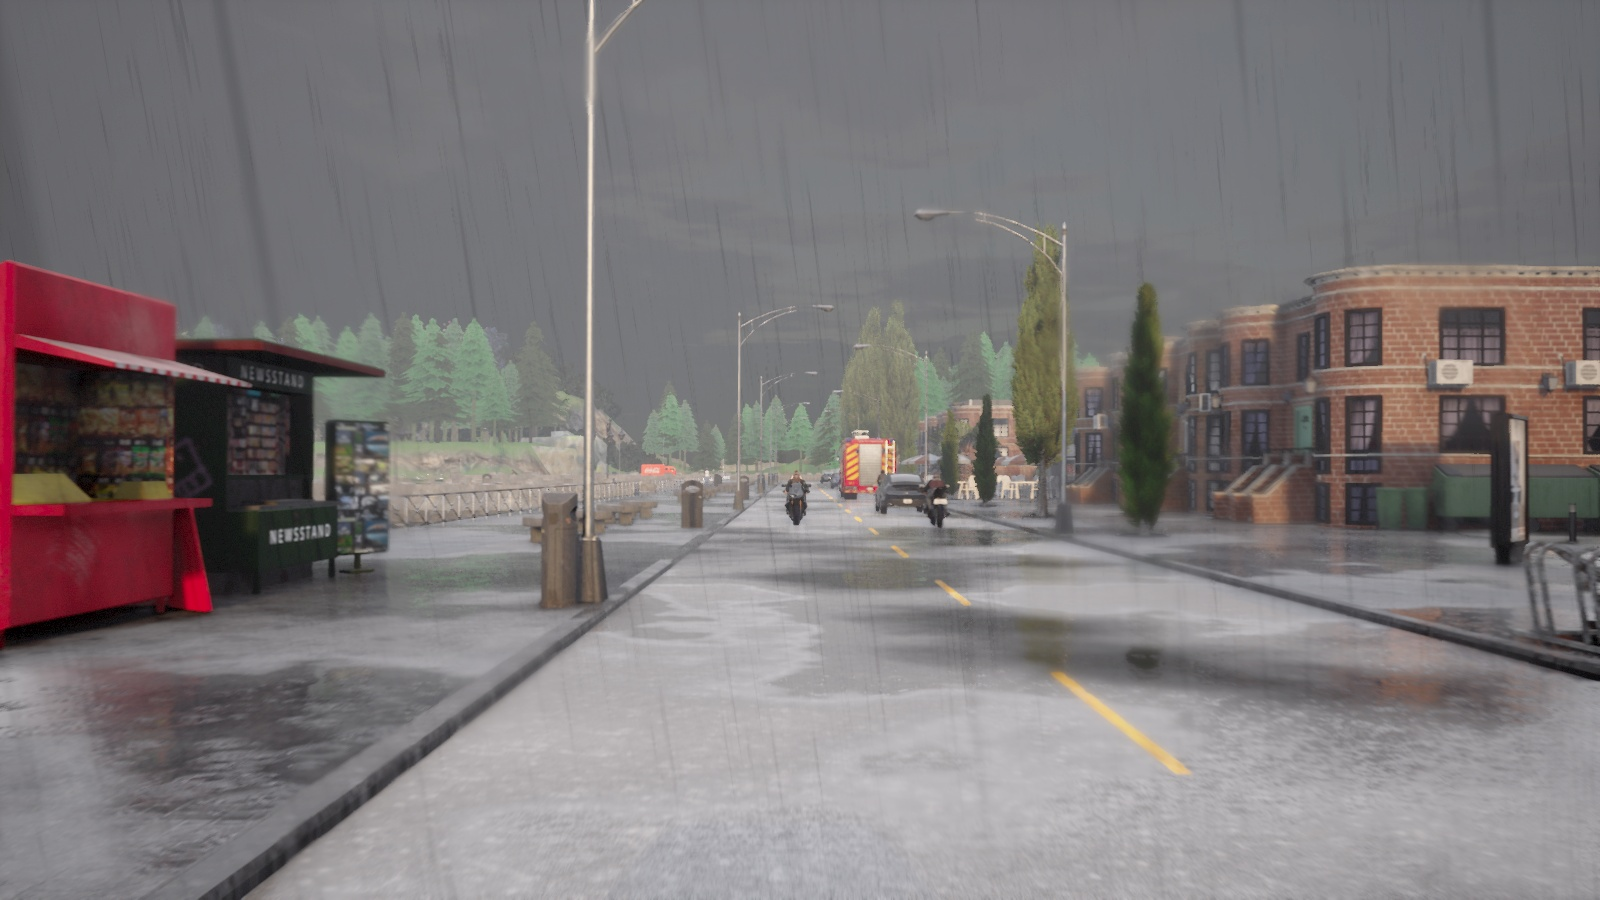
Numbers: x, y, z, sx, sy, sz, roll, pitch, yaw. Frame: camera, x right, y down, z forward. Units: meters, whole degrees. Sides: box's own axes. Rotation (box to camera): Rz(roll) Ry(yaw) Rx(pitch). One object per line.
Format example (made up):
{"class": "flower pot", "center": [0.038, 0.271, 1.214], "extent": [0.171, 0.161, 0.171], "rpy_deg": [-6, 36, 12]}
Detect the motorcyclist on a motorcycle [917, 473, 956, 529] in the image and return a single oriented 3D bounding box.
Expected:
{"class": "motorcyclist on a motorcycle", "center": [3.905, 1.438, 36.079], "extent": [0.866, 1.530, 2.191], "rpy_deg": [0, -1, 0]}

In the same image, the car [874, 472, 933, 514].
{"class": "car", "center": [3.875, 1.604, 47.761], "extent": [1.837, 1.490, 4.892], "rpy_deg": [0, -1, 0]}

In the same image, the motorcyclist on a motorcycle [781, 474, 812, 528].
{"class": "motorcyclist on a motorcycle", "center": [-0.095, 1.462, 36.569], "extent": [0.866, 1.530, 2.191], "rpy_deg": [0, -1, 0]}

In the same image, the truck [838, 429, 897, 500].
{"class": "truck", "center": [3.806, 0.852, 72.745], "extent": [2.891, 3.827, 8.468], "rpy_deg": [0, -1, 0]}
